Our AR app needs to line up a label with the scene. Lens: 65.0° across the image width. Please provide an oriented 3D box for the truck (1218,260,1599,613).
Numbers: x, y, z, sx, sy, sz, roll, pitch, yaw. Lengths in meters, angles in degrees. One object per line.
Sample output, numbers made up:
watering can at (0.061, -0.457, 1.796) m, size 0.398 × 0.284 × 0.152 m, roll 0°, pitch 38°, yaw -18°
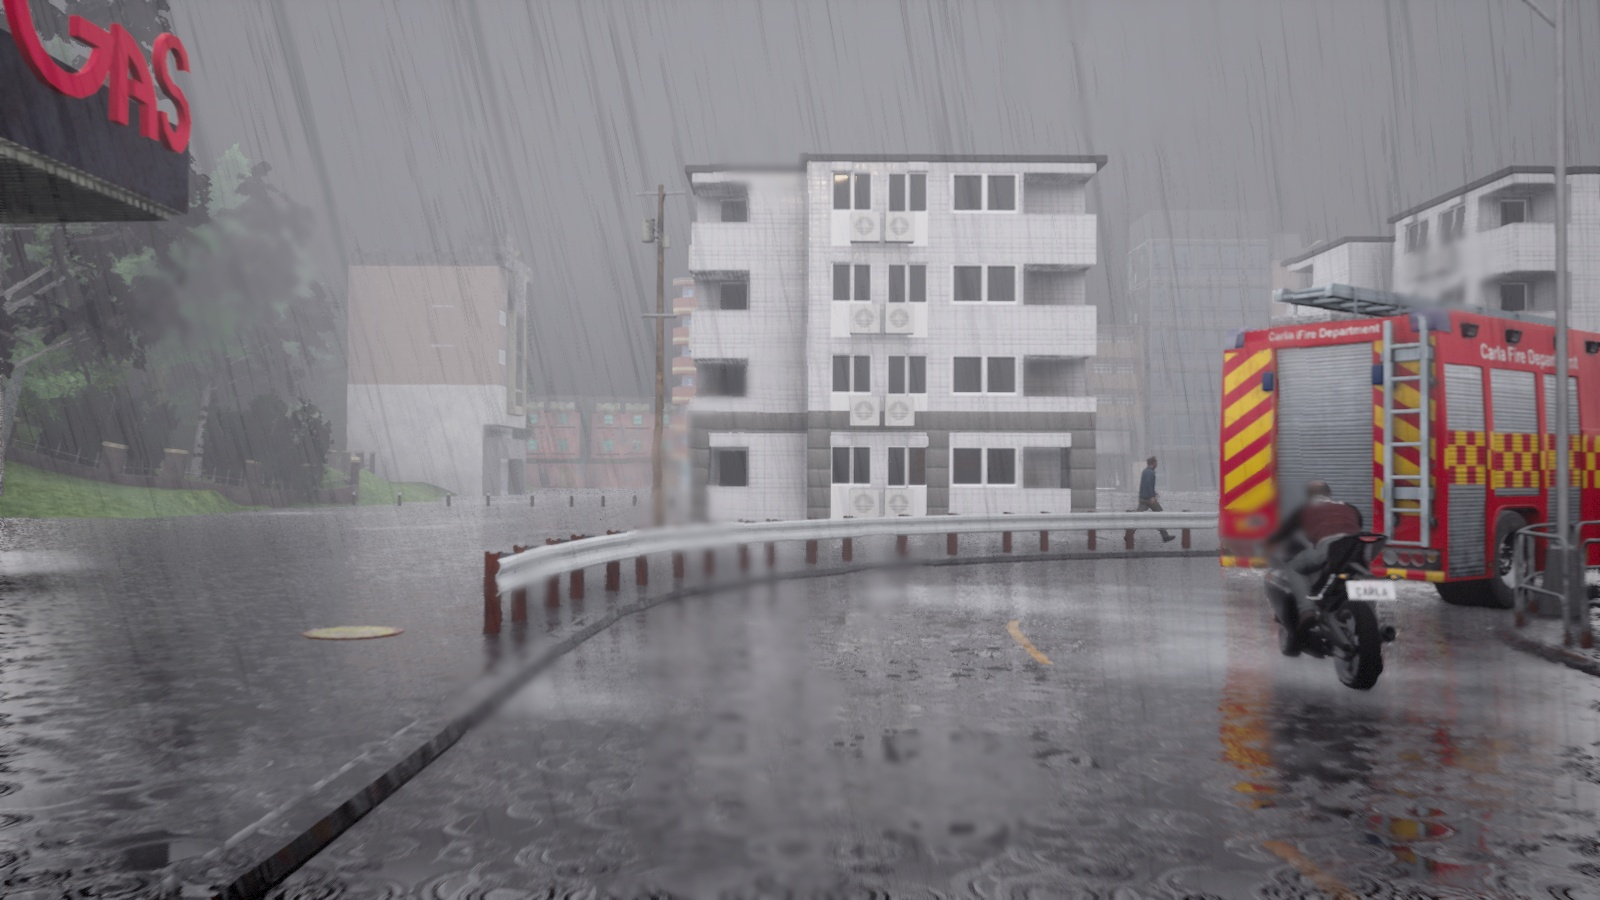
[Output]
truck at (9.592, -0.099, 17.229) m, size 8.468 × 3.827 × 2.891 m, roll 0°, pitch -1°, yaw -36°

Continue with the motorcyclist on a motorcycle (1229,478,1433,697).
motorcyclist on a motorcycle at (4.148, 1.001, 10.030) m, size 0.866 × 1.530 × 2.191 m, roll 0°, pitch -1°, yaw 5°

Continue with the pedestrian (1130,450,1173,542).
pedestrian at (7.110, 0.920, 25.393) m, size 0.726 × 1.842 × 0.402 m, roll 0°, pitch -1°, yaw -12°
